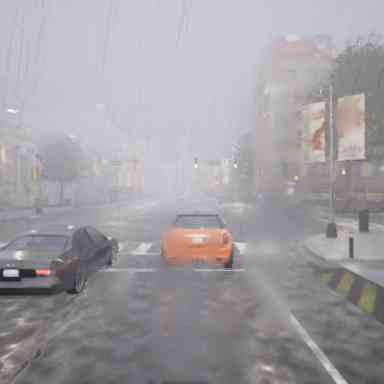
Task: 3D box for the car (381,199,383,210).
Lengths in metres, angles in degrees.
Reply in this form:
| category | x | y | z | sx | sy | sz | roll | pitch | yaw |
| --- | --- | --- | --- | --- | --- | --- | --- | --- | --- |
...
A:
| category | x | y | z | sx | sy | sz | roll | pitch | yaw |
| --- | --- | --- | --- | --- | --- | --- | --- | --- | --- |
| car | 23.661 | 1.650 | 36.523 | 4.181 | 1.385 | 1.994 | 0 | 0 | 0 |

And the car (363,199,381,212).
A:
| category | x | y | z | sx | sy | sz | roll | pitch | yaw |
| --- | --- | --- | --- | --- | --- | --- | --- | --- | --- |
| car | 23.193 | 1.584 | 40.016 | 4.902 | 1.511 | 2.128 | 0 | 0 | 0 |

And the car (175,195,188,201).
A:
| category | x | y | z | sx | sy | sz | roll | pitch | yaw |
| --- | --- | --- | --- | --- | --- | --- | --- | --- | --- |
| car | -2.872 | 1.769 | 89.721 | 1.895 | 1.301 | 4.718 | 0 | 0 | 0 |

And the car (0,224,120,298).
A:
| category | x | y | z | sx | sy | sz | roll | pitch | yaw |
| --- | --- | --- | --- | --- | --- | --- | --- | --- | --- |
| car | -3.350 | 1.563 | 8.707 | 2.033 | 1.411 | 5.357 | 0 | 0 | 0 |

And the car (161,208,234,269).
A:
| category | x | y | z | sx | sy | sz | roll | pitch | yaw |
| --- | --- | --- | --- | --- | --- | --- | --- | --- | --- |
| car | 0.171 | 1.374 | 11.415 | 2.097 | 1.767 | 4.553 | 0 | 0 | 0 |
